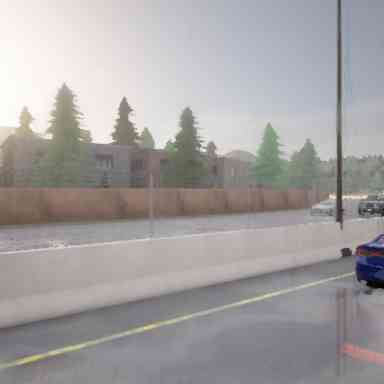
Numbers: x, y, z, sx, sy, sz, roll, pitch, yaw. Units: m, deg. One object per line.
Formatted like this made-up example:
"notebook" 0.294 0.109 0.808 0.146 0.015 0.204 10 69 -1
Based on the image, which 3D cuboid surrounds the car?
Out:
"car" 5.934 1.475 8.006 5.008 1.535 1.882 0 0 -35
